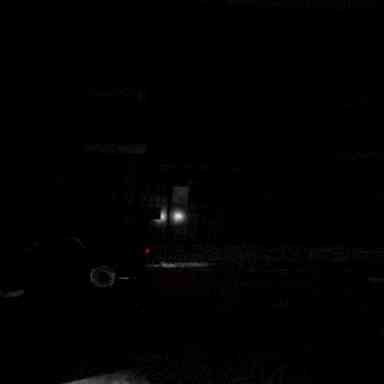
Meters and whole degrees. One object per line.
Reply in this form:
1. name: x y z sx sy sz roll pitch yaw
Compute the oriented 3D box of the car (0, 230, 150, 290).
1. car: -3.505 1.659 8.610 4.718 1.301 1.895 1 -1 -4
